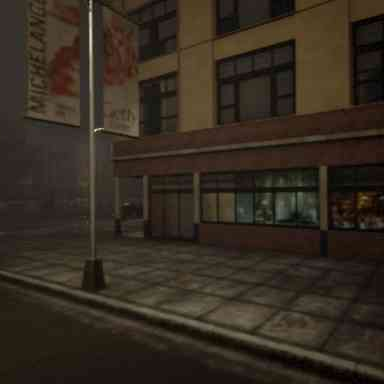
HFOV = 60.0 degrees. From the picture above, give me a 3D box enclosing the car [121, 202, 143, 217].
[{"bbox_3d":[-5.521,1.756,34.301,2.128,1.511,4.902,-1,0,36],"label":"car"}]
